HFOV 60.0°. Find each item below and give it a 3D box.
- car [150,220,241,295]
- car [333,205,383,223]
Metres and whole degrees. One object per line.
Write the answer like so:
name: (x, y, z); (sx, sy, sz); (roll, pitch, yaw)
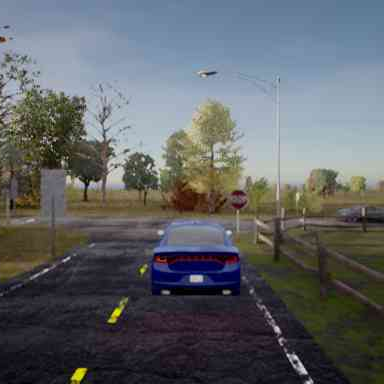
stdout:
car: (0.076, 1.463, 8.687); (1.882, 1.535, 5.008); (0, 0, 0)
car: (13.411, 1.706, 26.237); (4.181, 1.385, 1.994); (1, 1, 0)
